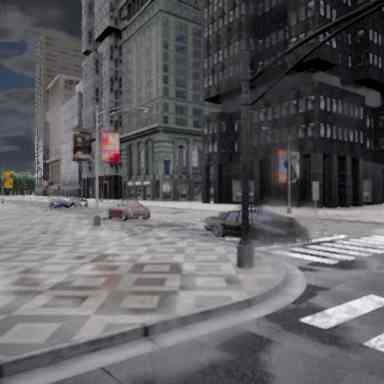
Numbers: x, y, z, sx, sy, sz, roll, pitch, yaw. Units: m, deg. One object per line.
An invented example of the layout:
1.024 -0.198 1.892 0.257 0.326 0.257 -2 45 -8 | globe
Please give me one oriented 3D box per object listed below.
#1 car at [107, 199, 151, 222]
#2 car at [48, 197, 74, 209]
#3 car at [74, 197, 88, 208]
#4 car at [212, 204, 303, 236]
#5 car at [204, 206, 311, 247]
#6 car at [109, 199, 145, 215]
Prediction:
-5.137 1.352 26.659 2.097 1.767 4.553 0 0 -35 | car
-17.994 1.549 44.907 2.033 1.411 5.357 0 0 -35 | car
-16.727 1.513 48.775 2.128 1.511 4.902 0 0 -35 | car
3.695 1.546 19.825 2.033 1.411 5.357 0 0 -35 | car
2.763 1.552 15.524 2.033 1.411 5.357 0 0 -35 | car
-6.846 1.500 34.690 1.837 1.490 4.892 0 -1 -35 | car
